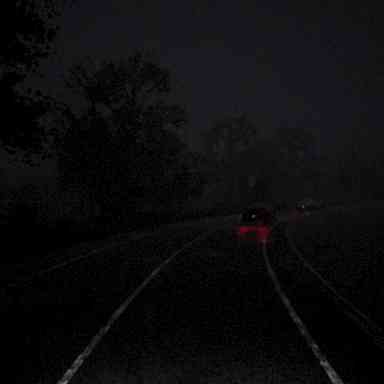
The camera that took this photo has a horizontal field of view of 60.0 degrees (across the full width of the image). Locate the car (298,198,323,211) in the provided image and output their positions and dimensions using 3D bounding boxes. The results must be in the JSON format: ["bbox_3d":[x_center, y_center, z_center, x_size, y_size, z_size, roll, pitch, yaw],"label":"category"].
[{"bbox_3d":[14.197,1.435,39.932,1.812,1.442,4.674,-5,-2,39],"label":"car"}]

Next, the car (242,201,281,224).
[{"bbox_3d":[5.163,1.500,25.031,1.882,1.535,5.008,-2,-1,22],"label":"car"}]

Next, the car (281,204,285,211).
[{"bbox_3d":[9.224,1.746,39.203,1.895,1.301,4.718,-4,-2,36],"label":"car"}]
